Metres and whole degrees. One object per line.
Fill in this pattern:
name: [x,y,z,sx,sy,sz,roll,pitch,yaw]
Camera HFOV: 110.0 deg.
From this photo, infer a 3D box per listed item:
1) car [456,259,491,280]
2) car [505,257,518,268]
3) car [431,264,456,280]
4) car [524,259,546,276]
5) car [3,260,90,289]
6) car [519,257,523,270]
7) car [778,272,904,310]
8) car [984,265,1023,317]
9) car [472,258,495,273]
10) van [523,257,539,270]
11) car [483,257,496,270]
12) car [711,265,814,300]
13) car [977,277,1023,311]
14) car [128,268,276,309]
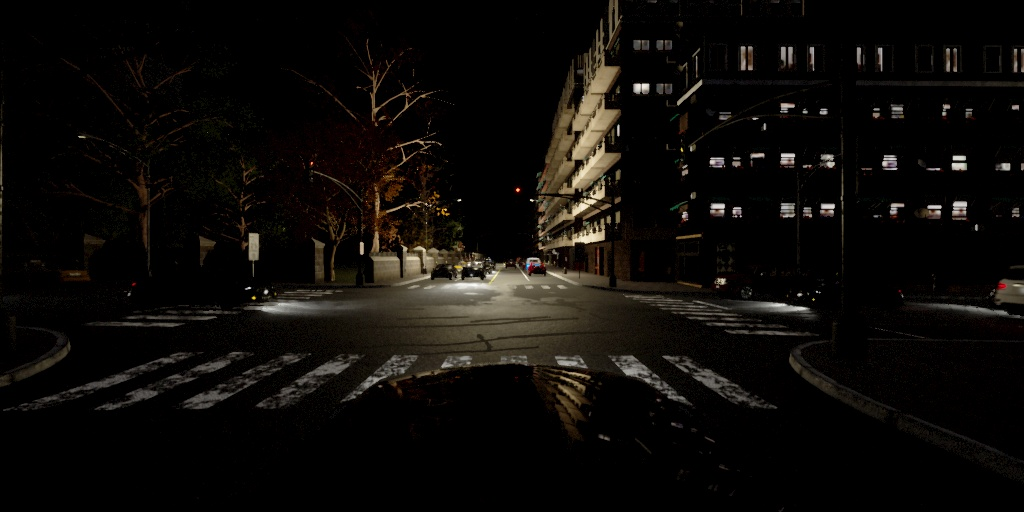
car: [-3.234,1.255,31.038,2.128,1.511,4.902,0,0,0]
car: [-0.187,1.348,61.016,2.033,1.411,5.357,0,0,-1]
car: [-5.831,1.330,31.209,1.948,1.339,4.313,0,0,0]
car: [2.522,1.314,36.880,1.888,1.381,4.507,0,0,0]
car: [-24.822,0.883,18.410,4.829,1.417,1.751,0,0,-1]
car: [2.439,1.229,53.770,1.967,1.591,4.097,0,0,0]
car: [15.112,1.623,16.398,4.181,1.385,1.994,1,0,-1]
car: [21.657,1.386,13.293,5.566,2.045,2.150,1,0,-1]
car: [-3.286,1.279,41.337,1.837,1.490,4.892,0,0,0]
van: [2.495,1.116,42.510,1.690,1.789,3.998,0,0,0]
car: [-3.330,1.278,51.749,2.128,1.511,4.902,0,0,0]
car: [13.369,1.353,18.961,5.009,1.841,2.192,0,0,-1]
car: [24.948,1.764,16.545,4.674,1.442,1.812,1,0,-1]
car: [-11.224,1.139,13.232,4.181,1.385,1.994,1,0,-7]
